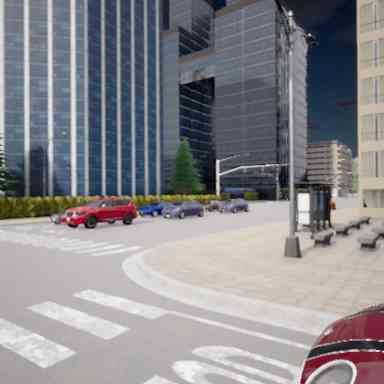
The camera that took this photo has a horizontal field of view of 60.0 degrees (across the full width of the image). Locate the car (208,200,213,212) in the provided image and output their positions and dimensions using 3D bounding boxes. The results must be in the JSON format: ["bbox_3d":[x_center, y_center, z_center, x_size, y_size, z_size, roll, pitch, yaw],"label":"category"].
[{"bbox_3d":[2.507,1.762,41.973,1.812,1.442,4.674,-1,0,36],"label":"car"}]

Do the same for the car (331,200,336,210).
[{"bbox_3d":[17.412,1.499,44.012,2.097,1.767,4.553,-1,0,39],"label":"car"}]

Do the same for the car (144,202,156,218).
[{"bbox_3d":[-3.335,1.714,33.879,1.882,1.535,5.008,-1,0,36],"label":"car"}]

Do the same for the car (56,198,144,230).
[{"bbox_3d":[-6.359,1.431,23.680,2.150,2.045,5.566,-1,0,36],"label":"car"}]

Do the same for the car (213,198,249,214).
[{"bbox_3d":[4.903,1.560,39.315,2.097,1.767,4.553,-1,0,36],"label":"car"}]

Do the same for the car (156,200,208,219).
[{"bbox_3d":[-0.843,1.560,31.348,2.097,1.767,4.553,-1,0,36],"label":"car"}]

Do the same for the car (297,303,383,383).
[{"bbox_3d":[2.958,1.341,1.939,4.553,1.767,2.097,0,0,35],"label":"car"}]

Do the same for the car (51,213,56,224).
[{"bbox_3d":[-8.774,1.763,26.298,1.812,1.442,4.674,-1,0,36],"label":"car"}]
